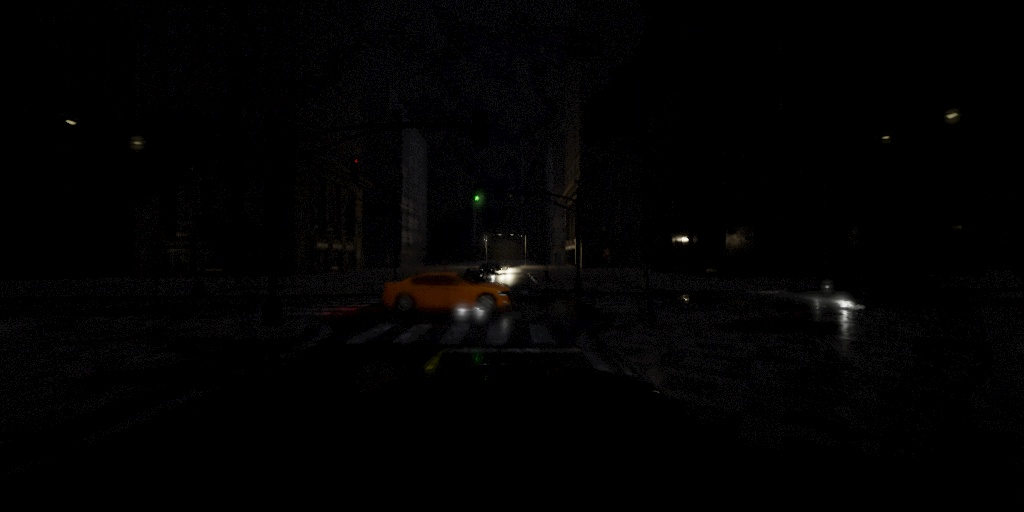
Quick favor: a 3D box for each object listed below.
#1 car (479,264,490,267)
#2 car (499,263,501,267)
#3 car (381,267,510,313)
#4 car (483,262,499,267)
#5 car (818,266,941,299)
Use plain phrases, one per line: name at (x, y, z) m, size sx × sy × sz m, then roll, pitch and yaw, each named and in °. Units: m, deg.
car at (-3.105, 1.600, 29.779) m, size 1.895 × 1.301 × 4.718 m, roll 0°, pitch 0°, yaw 0°
car at (-3.017, 1.772, 64.038) m, size 1.882 × 1.535 × 5.008 m, roll 0°, pitch 0°, yaw 0°
car at (-2.563, 1.375, 14.300) m, size 5.008 × 1.535 × 1.882 m, roll 0°, pitch 0°, yaw 0°
car at (-3.096, 1.641, 46.394) m, size 1.837 × 1.490 × 4.892 m, roll 0°, pitch -1°, yaw 0°
car at (17.781, 1.228, 17.492) m, size 4.892 × 1.490 × 1.837 m, roll -1°, pitch 0°, yaw 0°
